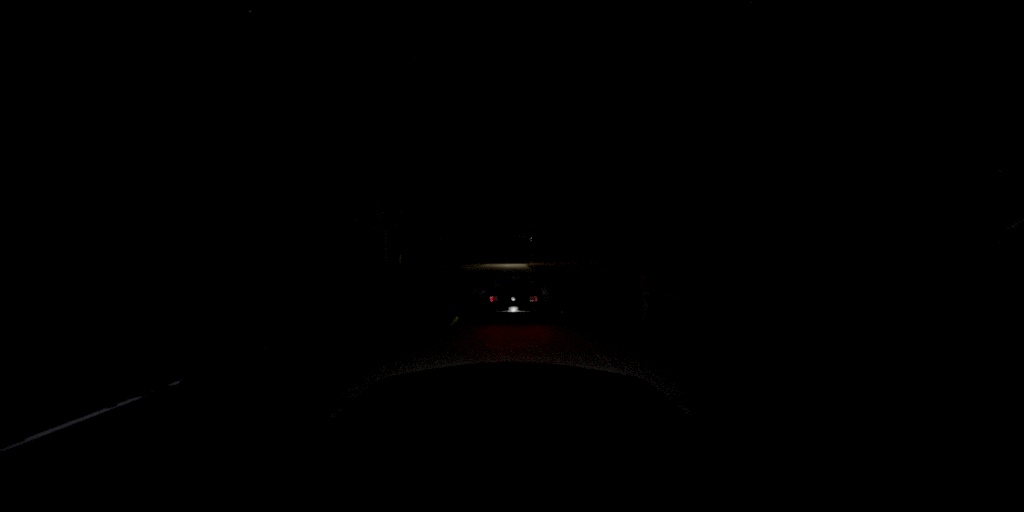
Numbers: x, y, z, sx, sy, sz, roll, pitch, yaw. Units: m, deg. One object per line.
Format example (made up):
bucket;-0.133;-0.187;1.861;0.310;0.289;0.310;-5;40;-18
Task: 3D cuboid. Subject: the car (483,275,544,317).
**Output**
car;0.063;1.320;13.068;1.895;1.301;4.718;0;0;0
